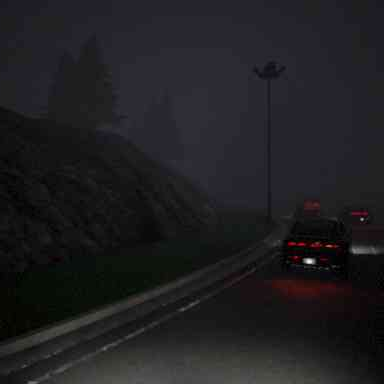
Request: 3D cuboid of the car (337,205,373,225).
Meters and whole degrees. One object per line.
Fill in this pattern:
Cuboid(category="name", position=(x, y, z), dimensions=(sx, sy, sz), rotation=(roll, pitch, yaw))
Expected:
Cuboid(category="car", position=(13.097, 1.791, 27.069), dimensions=(1.837, 1.490, 4.892), rotation=(0, 0, 11))

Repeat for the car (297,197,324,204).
Cuboid(category="car", position=(14.333, 1.658, 40.620), dimensions=(2.150, 2.045, 5.566), rotation=(0, 0, 2))

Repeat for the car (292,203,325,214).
Cuboid(category="car", position=(10.082, 1.917, 29.389), dimensions=(1.895, 1.301, 4.718), rotation=(0, -1, 9))

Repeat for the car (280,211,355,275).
Cuboid(category="car", position=(4.250, 1.624, 11.076), dimensions=(1.837, 1.490, 4.892), rotation=(0, 0, 27))
